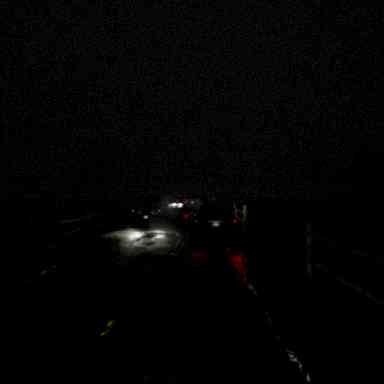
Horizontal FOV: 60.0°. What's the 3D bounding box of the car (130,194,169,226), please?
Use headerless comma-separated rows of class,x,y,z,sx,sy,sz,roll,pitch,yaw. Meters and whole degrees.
car,-2.841,1.192,23.283,2.150,2.045,5.566,0,0,0

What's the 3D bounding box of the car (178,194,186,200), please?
car,-2.719,1.365,90.630,1.837,1.490,4.892,0,0,0

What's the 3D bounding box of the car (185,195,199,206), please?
car,0.019,1.302,52.665,2.097,1.767,4.553,0,0,0

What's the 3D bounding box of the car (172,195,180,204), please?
car,-2.749,1.443,63.967,2.128,1.511,4.902,0,0,1

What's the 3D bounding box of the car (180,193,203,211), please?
car,0.061,1.181,39.351,2.150,2.045,5.566,0,0,1

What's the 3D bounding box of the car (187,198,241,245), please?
car,0.967,1.330,15.590,2.097,1.767,4.553,0,0,0
